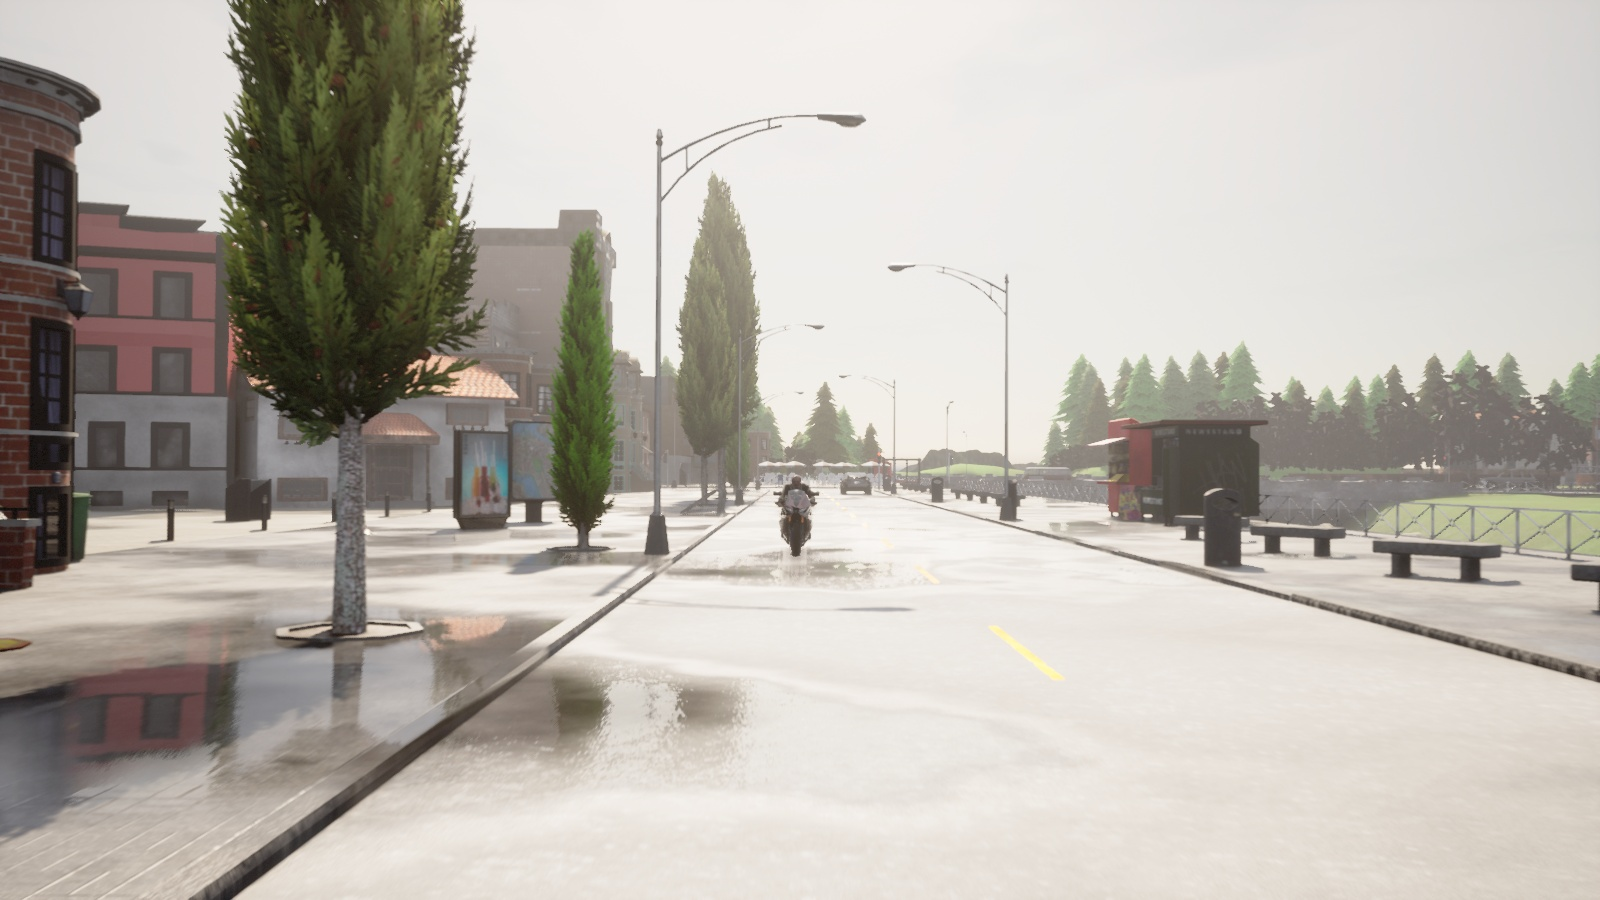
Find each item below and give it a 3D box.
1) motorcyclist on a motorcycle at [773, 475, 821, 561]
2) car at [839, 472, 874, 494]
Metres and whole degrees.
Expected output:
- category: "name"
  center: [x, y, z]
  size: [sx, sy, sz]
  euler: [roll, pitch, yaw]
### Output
- category: "motorcyclist on a motorcycle"
  center: [-0.062, 1.247, 23.718]
  size: [0.866, 1.530, 2.191]
  euler: [0, -1, 0]
- category: "car"
  center: [3.777, 2.226, 85.196]
  size: [2.163, 1.488, 4.792]
  euler: [0, -1, 0]
